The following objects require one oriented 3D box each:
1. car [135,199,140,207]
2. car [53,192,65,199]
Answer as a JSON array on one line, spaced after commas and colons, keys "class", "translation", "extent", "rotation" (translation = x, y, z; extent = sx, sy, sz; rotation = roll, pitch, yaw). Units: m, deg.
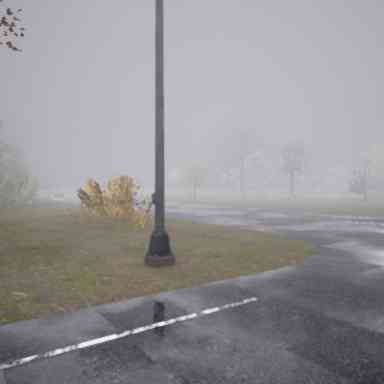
[{"class": "car", "translation": [-8.390, 1.122, 41.790], "extent": [2.033, 1.411, 5.357], "rotation": [-1, 1, -35]}, {"class": "car", "translation": [-28.644, 0.693, 71.453], "extent": [1.994, 1.385, 4.181], "rotation": [-1, 1, -31]}]
